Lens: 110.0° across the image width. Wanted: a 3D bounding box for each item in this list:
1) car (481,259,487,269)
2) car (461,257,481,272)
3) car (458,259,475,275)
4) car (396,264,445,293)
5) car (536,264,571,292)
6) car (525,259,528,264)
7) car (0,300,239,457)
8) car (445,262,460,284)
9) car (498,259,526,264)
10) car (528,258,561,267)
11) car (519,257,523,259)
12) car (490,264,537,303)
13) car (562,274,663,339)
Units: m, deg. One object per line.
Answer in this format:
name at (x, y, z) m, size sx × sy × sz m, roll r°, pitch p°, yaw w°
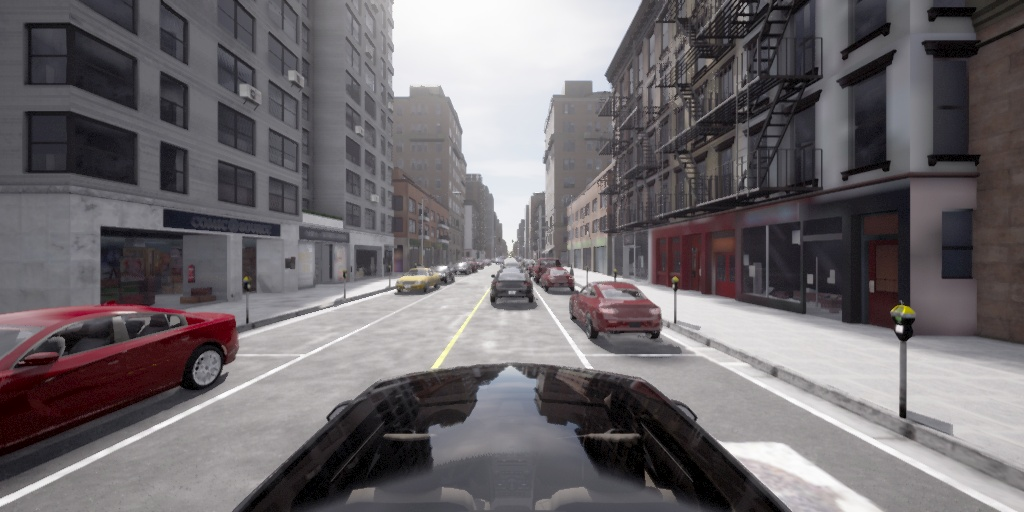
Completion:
car at (-5.387, 1.161, 55.201) m, size 1.967 × 1.591 × 4.097 m, roll 0°, pitch 0°, yaw 0°
car at (-5.387, 1.044, 43.837) m, size 2.192 × 1.841 × 5.009 m, roll 0°, pitch 0°, yaw 0°
car at (-5.387, 1.298, 38.156) m, size 1.948 × 1.339 × 4.313 m, roll 0°, pitch 0°, yaw 0°
car at (-5.388, 1.269, 20.940) m, size 1.751 × 1.417 × 4.829 m, roll 0°, pitch 0°, yaw 0°
car at (2.638, 1.326, 21.117) m, size 1.802 × 1.307 × 4.207 m, roll 0°, pitch 0°, yaw 0°
car at (2.638, 1.172, 38.160) m, size 1.967 × 1.591 × 4.097 m, roll 0°, pitch 0°, yaw 0°
car at (-5.387, 1.292, 4.064) m, size 1.888 × 1.381 × 4.507 m, roll 0°, pitch 0°, yaw 0°
car at (-5.387, 1.306, 26.792) m, size 1.948 × 1.339 × 4.313 m, roll 0°, pitch 0°, yaw 0°
car at (0.000, 1.255, 31.500) m, size 1.837 × 1.490 × 4.892 m, roll 0°, pitch 0°, yaw 0°
car at (2.638, 1.055, 26.798) m, size 2.192 × 1.841 × 5.009 m, roll 0°, pitch 0°, yaw 0°
car at (2.638, 1.283, 60.886) m, size 1.948 × 1.339 × 4.313 m, roll 0°, pitch 0°, yaw 0°
car at (0.000, 1.279, 16.500) m, size 1.812 × 1.442 × 4.674 m, roll 0°, pitch 0°, yaw 0°
car at (2.638, 1.329, 9.753) m, size 1.802 × 1.307 × 4.207 m, roll 0°, pitch 0°, yaw 0°
